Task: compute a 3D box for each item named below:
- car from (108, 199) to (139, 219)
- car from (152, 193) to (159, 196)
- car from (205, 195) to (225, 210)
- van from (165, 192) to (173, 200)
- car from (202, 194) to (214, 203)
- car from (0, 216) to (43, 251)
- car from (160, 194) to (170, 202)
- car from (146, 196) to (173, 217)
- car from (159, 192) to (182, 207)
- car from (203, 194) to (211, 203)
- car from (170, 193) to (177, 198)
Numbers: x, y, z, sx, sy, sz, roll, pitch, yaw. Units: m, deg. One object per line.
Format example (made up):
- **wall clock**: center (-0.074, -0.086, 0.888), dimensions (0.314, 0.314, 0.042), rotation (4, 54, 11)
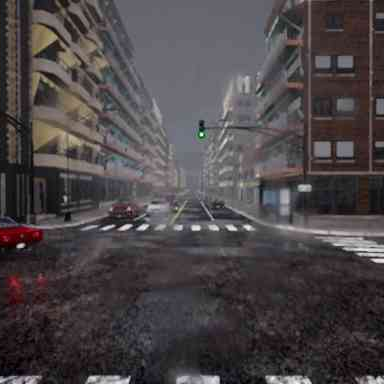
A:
- **car**: center (-5.566, 1.305, 27.460), dimensions (1.967, 1.590, 4.097), rotation (0, 0, 0)
- **car**: center (-5.444, 1.038, 55.651), dimensions (2.192, 1.841, 5.009), rotation (0, 0, 0)
- **car**: center (2.864, 1.350, 38.695), dimensions (2.008, 1.369, 4.403), rotation (0, 0, 0)
- **van**: center (-5.344, 0.949, 78.207), dimensions (1.690, 1.788, 3.998), rotation (0, 0, 0)
- **car**: center (2.963, 1.126, 61.249), dimensions (1.967, 1.590, 4.097), rotation (0, 0, 0)
- **car**: center (-8.009, 1.503, 12.341), dimensions (4.718, 1.301, 1.895), rotation (2, 1, 21)
- **car**: center (-5.393, 1.192, 66.760), dimensions (1.752, 1.417, 4.829), rotation (0, 0, 0)
- **car**: center (-2.960, 1.375, 29.997), dimensions (1.812, 1.442, 4.674), rotation (0, 0, 0)
- **car**: center (-2.882, 1.124, 45.177), dimensions (2.097, 1.767, 4.553), rotation (0, 0, 0)
- **car**: center (2.889, 1.316, 44.333), dimensions (1.887, 1.381, 4.507), rotation (0, 0, 0)
- **car**: center (-5.269, 1.047, 94.953), dimensions (1.752, 1.417, 4.829), rotation (0, 0, 0)
